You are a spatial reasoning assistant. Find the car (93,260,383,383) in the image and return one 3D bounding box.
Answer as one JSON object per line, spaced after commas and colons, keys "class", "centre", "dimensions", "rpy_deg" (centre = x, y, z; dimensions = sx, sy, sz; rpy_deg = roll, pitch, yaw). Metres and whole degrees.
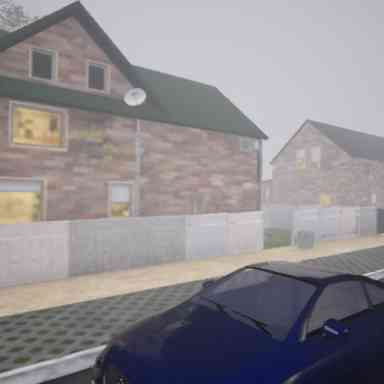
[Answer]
{"class": "car", "centre": [1.060, 1.574, 3.827], "dimensions": [4.181, 1.385, 1.994], "rpy_deg": [0, 0, -36]}
